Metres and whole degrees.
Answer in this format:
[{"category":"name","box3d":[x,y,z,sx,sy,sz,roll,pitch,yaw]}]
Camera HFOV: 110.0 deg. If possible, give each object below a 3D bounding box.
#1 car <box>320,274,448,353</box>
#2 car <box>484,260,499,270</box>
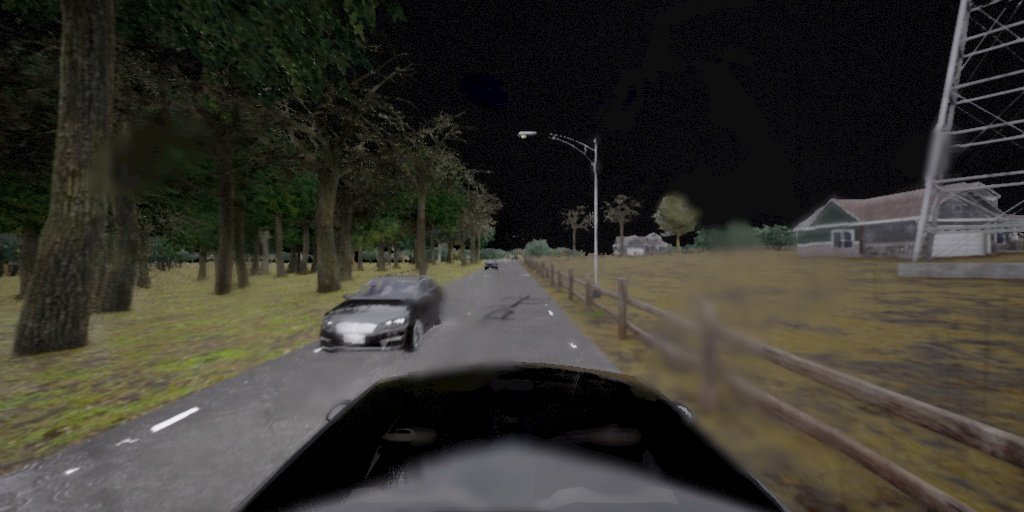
[{"category":"car","box3d":[-2.850,1.244,8.952,2.128,1.511,4.902,0,0,0]},{"category":"car","box3d":[-2.822,1.209,49.581,2.033,1.411,5.357,0,0,0]}]
